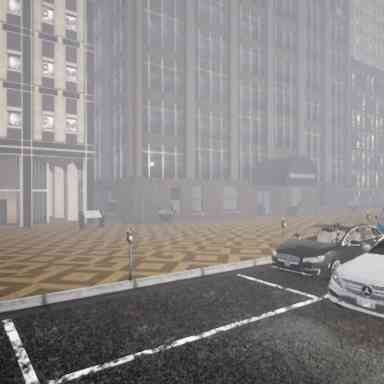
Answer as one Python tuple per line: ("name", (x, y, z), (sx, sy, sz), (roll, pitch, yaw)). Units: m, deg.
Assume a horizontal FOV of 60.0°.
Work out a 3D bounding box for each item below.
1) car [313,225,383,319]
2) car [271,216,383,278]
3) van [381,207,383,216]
("car", (4.706, 1.523, 6.724), (4.674, 1.442, 1.812), (0, 0, -35))
("car", (4.135, 1.548, 9.499), (4.403, 1.369, 2.008), (0, 0, -35))
("van", (8.636, 1.336, 12.699), (3.998, 1.788, 1.690), (0, 0, -35))
